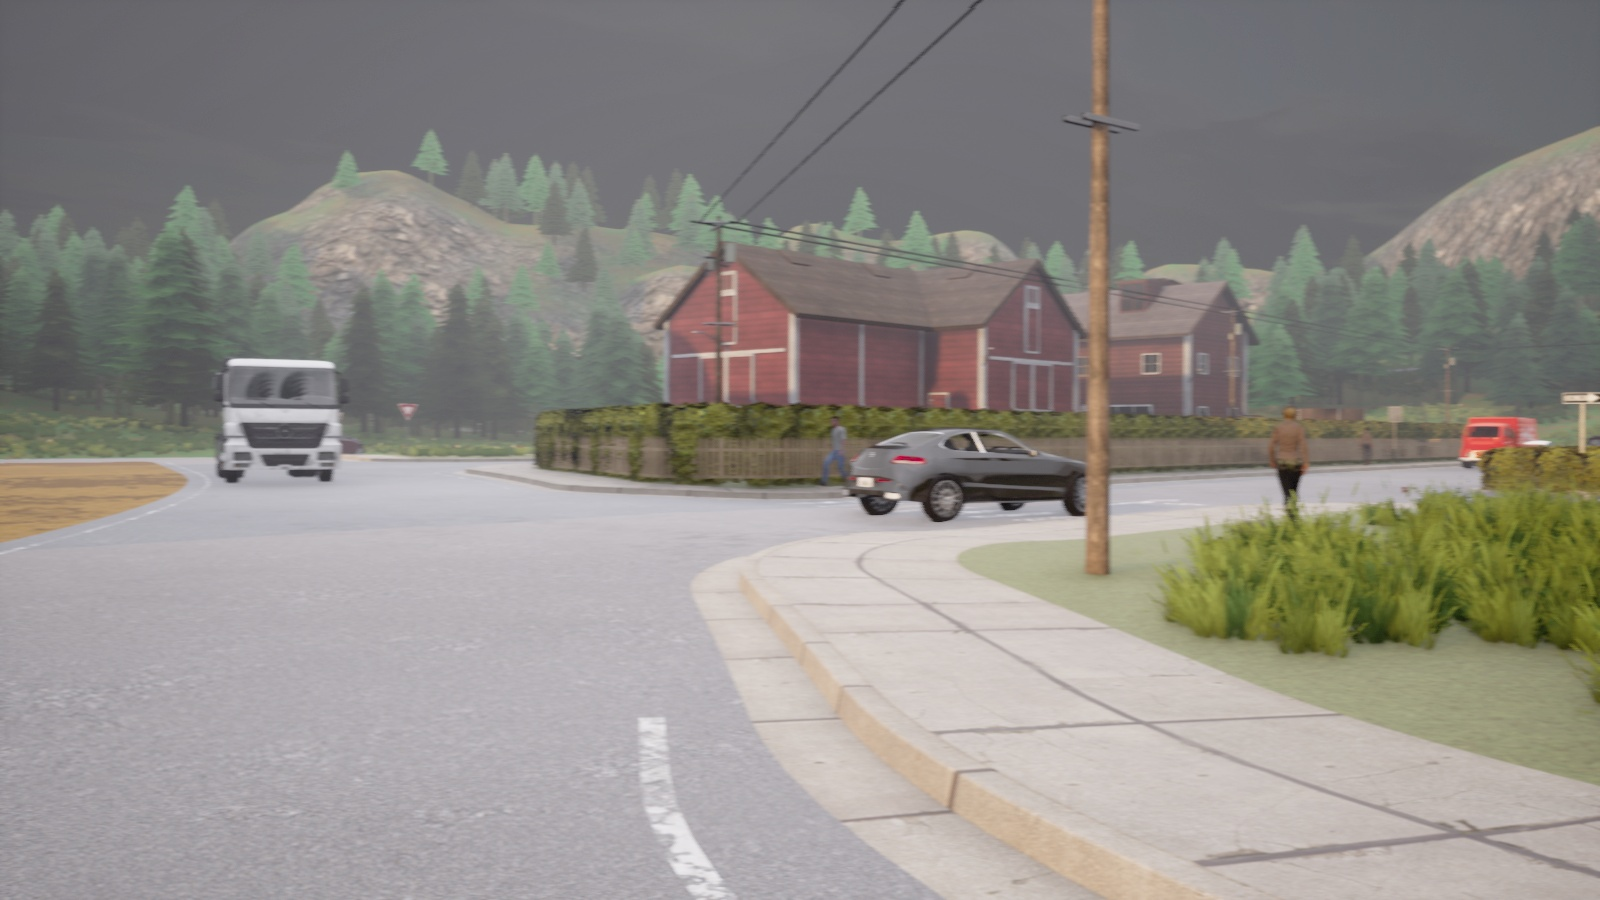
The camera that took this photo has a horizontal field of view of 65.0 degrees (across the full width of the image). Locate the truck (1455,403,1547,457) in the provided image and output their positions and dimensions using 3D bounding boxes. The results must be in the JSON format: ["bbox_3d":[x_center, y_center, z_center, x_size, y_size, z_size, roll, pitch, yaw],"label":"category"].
[{"bbox_3d":[33.422,-0.938,59.799,2.627,2.467,5.204,0,1,43],"label":"truck"}]

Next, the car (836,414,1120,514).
[{"bbox_3d":[3.349,0.191,23.206,5.027,1.651,2.152,-1,1,-33],"label":"car"}]

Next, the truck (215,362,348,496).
[{"bbox_3d":[-15.289,-0.608,36.659,2.891,3.462,7.936,-1,1,-27],"label":"truck"}]

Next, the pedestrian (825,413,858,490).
[{"bbox_3d":[0.999,0.019,30.298,0.706,1.836,0.354,-1,1,-31],"label":"pedestrian"}]

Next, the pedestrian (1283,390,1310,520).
[{"bbox_3d":[7.201,0.073,18.200,0.331,1.846,0.634,-1,1,23],"label":"pedestrian"}]

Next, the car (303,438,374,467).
[{"bbox_3d":[-25.020,0.127,68.218,1.845,1.501,3.633,-1,0,14],"label":"car"}]

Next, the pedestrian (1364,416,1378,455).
[{"bbox_3d":[26.525,-0.679,58.283,0.328,1.805,0.869,0,1,42],"label":"pedestrian"}]
